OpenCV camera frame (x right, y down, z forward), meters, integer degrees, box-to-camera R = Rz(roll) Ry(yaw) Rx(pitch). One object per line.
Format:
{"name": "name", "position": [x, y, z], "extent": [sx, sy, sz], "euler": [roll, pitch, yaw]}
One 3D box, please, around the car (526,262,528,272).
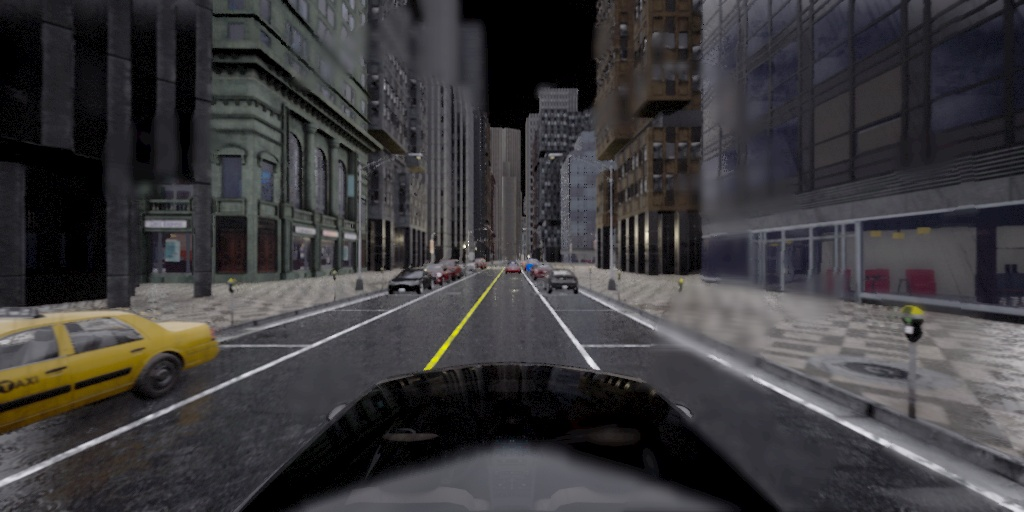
{"name": "car", "position": [2.773, 1.504, 37.739], "extent": [1.802, 1.307, 4.207], "euler": [0, 0, 0]}

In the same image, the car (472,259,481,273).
{"name": "car", "position": [-5.749, 1.531, 48.956], "extent": [2.007, 1.370, 4.403], "euler": [0, 0, 0]}

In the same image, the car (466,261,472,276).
{"name": "car", "position": [-5.752, 1.473, 37.738], "extent": [2.007, 1.370, 4.403], "euler": [0, 0, 0]}

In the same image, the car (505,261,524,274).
{"name": "car", "position": [0.116, 1.527, 45.699], "extent": [1.994, 1.385, 4.181], "euler": [0, 0, 0]}

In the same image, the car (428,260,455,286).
{"name": "car", "position": [-5.755, 1.308, 26.519], "extent": [1.967, 1.591, 4.097], "euler": [0, 0, 0]}

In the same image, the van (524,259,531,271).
{"name": "van", "position": [2.776, 1.321, 48.957], "extent": [1.690, 1.789, 3.998], "euler": [0, 0, 0]}

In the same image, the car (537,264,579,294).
{"name": "car", "position": [2.768, 1.392, 20.912], "extent": [2.007, 1.370, 4.403], "euler": [0, 0, 0]}

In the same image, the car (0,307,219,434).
{"name": "car", "position": [-5.762, 1.287, 3.911], "extent": [1.751, 1.417, 4.829], "euler": [0, 0, 0]}

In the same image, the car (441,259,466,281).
{"name": "car", "position": [-5.754, 1.210, 32.128], "extent": [2.192, 1.841, 5.009], "euler": [0, 0, 0]}

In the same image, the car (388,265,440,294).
{"name": "car", "position": [-5.757, 1.408, 20.909], "extent": [1.948, 1.339, 4.313], "euler": [0, 0, 0]}

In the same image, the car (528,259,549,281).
{"name": "car", "position": [2.772, 1.335, 32.131], "extent": [1.967, 1.591, 4.097], "euler": [0, 0, 0]}

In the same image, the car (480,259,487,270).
{"name": "car", "position": [-5.746, 1.358, 60.174], "extent": [2.192, 1.841, 5.009], "euler": [0, 0, 0]}
